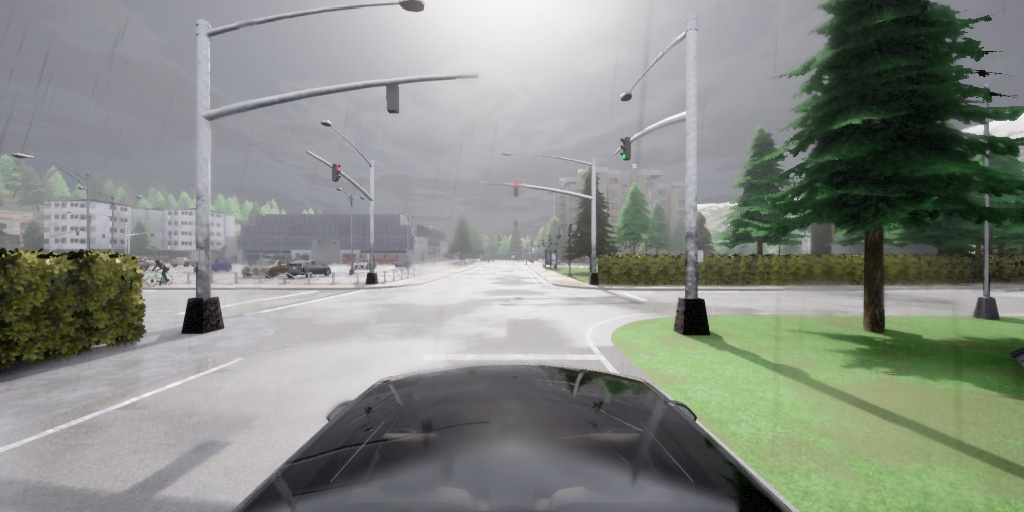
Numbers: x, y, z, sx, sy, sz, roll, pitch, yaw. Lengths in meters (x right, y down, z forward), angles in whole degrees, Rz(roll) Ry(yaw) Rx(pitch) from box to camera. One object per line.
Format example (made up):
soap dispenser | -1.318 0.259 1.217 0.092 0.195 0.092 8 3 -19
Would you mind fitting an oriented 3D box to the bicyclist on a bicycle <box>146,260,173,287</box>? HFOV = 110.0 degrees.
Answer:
bicyclist on a bicycle | -21.760 1.051 22.163 0.582 1.620 1.656 0 0 1
